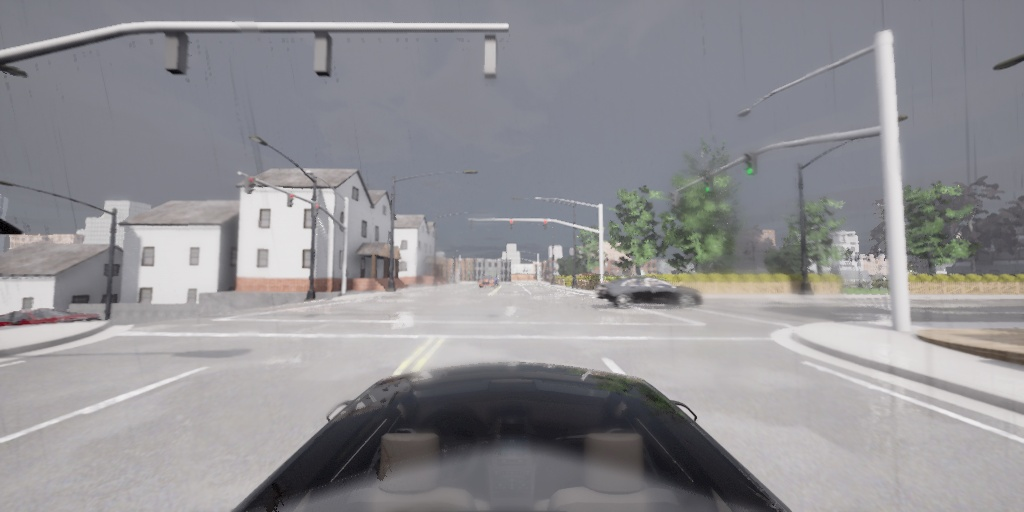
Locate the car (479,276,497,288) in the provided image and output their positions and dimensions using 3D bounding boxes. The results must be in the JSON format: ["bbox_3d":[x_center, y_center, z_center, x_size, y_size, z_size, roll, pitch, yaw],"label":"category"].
[{"bbox_3d":[-3.656,3.667,52.317,2.097,1.767,4.553,0,-3,0],"label":"car"}]

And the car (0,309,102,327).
[{"bbox_3d":[-23.102,3.341,17.481,5.008,1.535,1.882,-7,-3,0],"label":"car"}]

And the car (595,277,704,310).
[{"bbox_3d":[6.519,1.761,17.257,4.902,1.511,2.128,0,-3,1],"label":"car"}]
